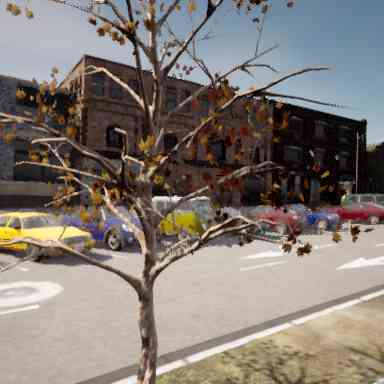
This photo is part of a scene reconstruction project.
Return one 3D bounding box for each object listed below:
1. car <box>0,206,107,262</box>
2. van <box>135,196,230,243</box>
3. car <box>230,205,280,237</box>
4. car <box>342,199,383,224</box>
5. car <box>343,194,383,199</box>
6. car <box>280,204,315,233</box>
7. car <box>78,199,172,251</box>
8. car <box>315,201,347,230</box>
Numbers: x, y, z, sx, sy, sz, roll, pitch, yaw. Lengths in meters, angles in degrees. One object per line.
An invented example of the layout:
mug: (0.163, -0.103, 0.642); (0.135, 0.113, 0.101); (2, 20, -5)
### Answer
car: (-5.699, 1.408, 11.839); (5.366, 1.575, 1.946); (-1, -1, 35)
van: (-0.799, 1.189, 15.333); (4.442, 1.987, 1.878); (-1, -1, 35)
car: (1.598, 1.418, 17.104); (4.892, 1.521, 2.231); (-1, -1, 36)
car: (11.681, 1.461, 23.756); (4.674, 1.452, 2.002); (-1, -1, 37)
car: (14.251, 1.171, 25.381); (5.566, 2.045, 2.435); (-1, -1, 37)
car: (4.108, 1.458, 18.781); (4.674, 1.452, 2.002); (-1, -1, 36)
car: (-3.404, 1.290, 13.698); (4.553, 1.767, 2.185); (-1, -1, 35)
car: (6.622, 1.459, 20.462); (4.674, 1.452, 2.002); (-1, -1, 36)
